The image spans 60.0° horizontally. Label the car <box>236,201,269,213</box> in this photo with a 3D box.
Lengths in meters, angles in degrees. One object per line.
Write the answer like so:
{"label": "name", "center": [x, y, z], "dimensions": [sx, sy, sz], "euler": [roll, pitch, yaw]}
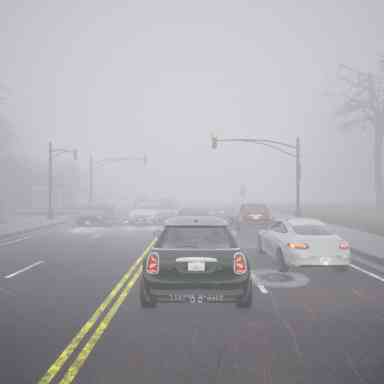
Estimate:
{"label": "car", "center": [3.341, 1.352, 19.410], "dimensions": [2.097, 1.767, 4.553], "euler": [0, 0, 0]}

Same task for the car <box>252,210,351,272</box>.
{"label": "car", "center": [3.350, 1.526, 10.616], "dimensions": [1.812, 1.442, 4.674], "euler": [0, 0, 0]}

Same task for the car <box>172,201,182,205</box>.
{"label": "car", "center": [0.070, 1.478, 17.329], "dimensions": [1.882, 1.535, 5.008], "euler": [0, 0, 0]}

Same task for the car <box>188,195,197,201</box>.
{"label": "car", "center": [0.143, 1.482, 85.668], "dimensions": [2.128, 1.511, 4.902], "euler": [0, 0, 0]}

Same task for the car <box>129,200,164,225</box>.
{"label": "car", "center": [-3.310, 1.525, 24.043], "dimensions": [1.812, 1.442, 4.674], "euler": [0, 0, 0]}

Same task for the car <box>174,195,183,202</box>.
{"label": "car", "center": [-3.120, 1.476, 77.658], "dimensions": [1.812, 1.442, 4.674], "euler": [0, 0, 0]}

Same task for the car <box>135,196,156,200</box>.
{"label": "car", "center": [-6.524, 1.343, 44.604], "dimensions": [2.097, 1.767, 4.553], "euler": [0, 0, 0]}

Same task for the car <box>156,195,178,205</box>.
{"label": "car", "center": [-3.276, 1.496, 44.445], "dimensions": [1.837, 1.490, 4.892], "euler": [0, 0, 0]}

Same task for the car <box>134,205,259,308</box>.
{"label": "car", "center": [0.090, 1.352, 8.064], "dimensions": [2.097, 1.767, 4.553], "euler": [0, 0, 0]}

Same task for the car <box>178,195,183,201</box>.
{"label": "car", "center": [-3.200, 1.483, 62.616], "dimensions": [1.837, 1.490, 4.892], "euler": [0, -1, 1]}

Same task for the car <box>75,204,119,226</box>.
{"label": "car", "center": [-6.561, 1.547, 23.633], "dimensions": [2.033, 1.411, 5.357], "euler": [0, 0, 0]}
